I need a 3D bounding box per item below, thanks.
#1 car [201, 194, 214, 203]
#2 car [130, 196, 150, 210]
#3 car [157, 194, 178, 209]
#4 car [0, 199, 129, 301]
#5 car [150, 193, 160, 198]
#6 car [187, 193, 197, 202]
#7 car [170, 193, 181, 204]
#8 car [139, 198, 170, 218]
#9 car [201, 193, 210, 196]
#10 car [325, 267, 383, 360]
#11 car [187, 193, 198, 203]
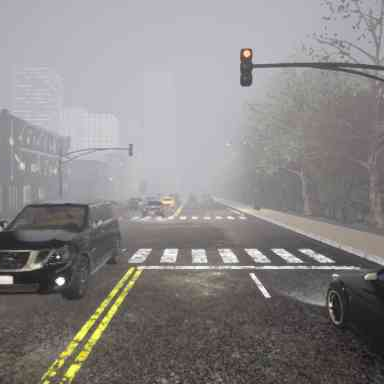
[{"bbox_3d":[3.399,1.576,66.895,1.895,1.301,4.718,0,0,0],"label":"car"},{"bbox_3d":[-6.571,1.340,39.401,2.097,1.767,4.553,0,0,0],"label":"car"},{"bbox_3d":[-3.316,1.463,44.997,1.882,1.535,5.008,0,0,0],"label":"car"},{"bbox_3d":[-3.345,1.220,8.699,2.150,2.045,5.566,0,0,0],"label":"car"},{"bbox_3d":[-6.555,1.459,53.563,1.882,1.535,5.008,0,0,0],"label":"car"},{"bbox_3d":[0.057,1.194,78.127,2.150,2.045,5.566,0,0,0],"label":"car"},{"bbox_3d":[-3.277,1.198,61.276,2.150,2.045,5.566,0,0,0],"label":"car"},{"bbox_3d":[-3.327,1.517,30.134,1.812,1.442,4.674,0,0,0],"label":"car"},{"bbox_3d":[3.306,1.195,76.875,2.150,2.045,5.566,0,0,0],"label":"car"},{"bbox_3d":[3.352,1.563,4.257,1.994,1.385,4.181,0,0,0],"label":"car"},{"bbox_3d":[0.150,1.453,67.934,1.882,1.535,5.008,0,0,0],"label":"car"}]
